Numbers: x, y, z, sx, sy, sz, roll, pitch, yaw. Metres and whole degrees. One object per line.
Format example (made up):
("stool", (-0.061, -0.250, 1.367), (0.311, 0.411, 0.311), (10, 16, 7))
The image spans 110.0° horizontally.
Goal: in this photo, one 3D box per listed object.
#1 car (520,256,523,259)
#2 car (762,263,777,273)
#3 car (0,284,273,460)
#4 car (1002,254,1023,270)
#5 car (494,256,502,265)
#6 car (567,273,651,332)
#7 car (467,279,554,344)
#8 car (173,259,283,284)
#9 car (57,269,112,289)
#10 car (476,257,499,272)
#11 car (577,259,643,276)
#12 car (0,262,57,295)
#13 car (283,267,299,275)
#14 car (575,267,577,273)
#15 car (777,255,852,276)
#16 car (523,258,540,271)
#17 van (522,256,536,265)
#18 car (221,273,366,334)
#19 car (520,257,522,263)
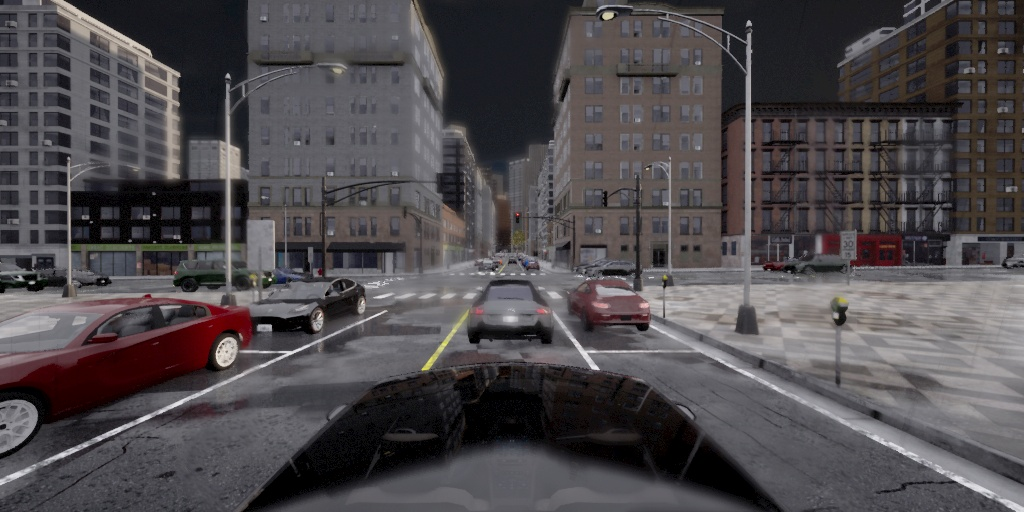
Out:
("car", (2.826, 1.202, 64.505), (1.802, 1.307, 4.207), (0, 0, 0))
("car", (26.045, 0.928, 33.220), (4.718, 1.301, 1.895), (-1, 0, 0))
("car", (-5.778, 1.295, 4.943), (1.888, 1.381, 4.507), (0, 0, 0))
("car", (48.557, 0.518, 33.173), (4.902, 1.511, 2.128), (-1, 0, 0))
("car", (-3.053, 1.196, 56.270), (2.033, 1.411, 5.357), (0, 0, 0))
("car", (2.715, 1.330, 10.634), (1.802, 1.307, 4.207), (0, 0, 0))
("car", (-0.038, 1.312, 9.635), (1.994, 1.385, 4.181), (0, 0, 0))
("car", (-18.438, 1.222, 23.149), (5.566, 2.045, 2.150), (-1, 0, -2))
("car", (-32.572, 1.666, 26.399), (4.892, 1.490, 1.837), (-1, 0, 0))
("car", (-3.087, 1.207, 45.634), (1.812, 1.442, 4.674), (0, 0, 2))
("car", (8.296, 1.089, 29.657), (4.902, 1.511, 2.128), (-1, 0, -5))
("car", (-33.742, 1.416, 23.144), (5.566, 2.045, 2.150), (-1, 0, 0))
("car", (-17.469, 1.519, 26.427), (5.357, 1.411, 2.033), (-1, 0, 0))
("car", (8.285, 1.071, 33.182), (4.902, 1.511, 2.128), (-1, 0, 0))
("car", (25.405, 0.706, 29.966), (4.553, 1.767, 2.097), (-1, 0, 0))
("car", (2.778, 1.257, 47.845), (1.802, 1.307, 4.207), (0, 0, 0))
("van", (2.794, 0.998, 53.397), (1.690, 1.789, 3.998), (0, 0, 0))
("car", (-5.810, 1.314, 10.587), (1.948, 1.339, 4.313), (0, 0, 0))
("car", (2.810, 1.186, 58.948), (1.888, 1.381, 4.507), (0, 0, 0))
